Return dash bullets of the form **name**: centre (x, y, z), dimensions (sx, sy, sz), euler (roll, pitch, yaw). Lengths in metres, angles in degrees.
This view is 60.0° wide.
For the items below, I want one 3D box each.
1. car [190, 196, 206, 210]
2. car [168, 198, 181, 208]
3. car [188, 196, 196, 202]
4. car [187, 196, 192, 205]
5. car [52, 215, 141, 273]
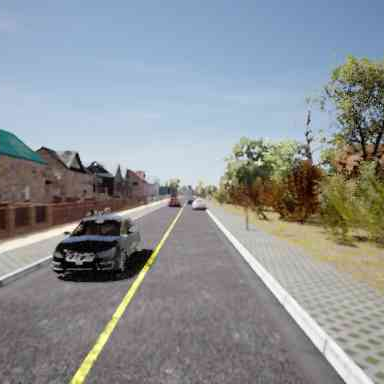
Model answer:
- **car**: centre (0.947, 1.697, 45.523), dimensions (1.812, 1.442, 4.674), euler (0, 0, 0)
- **car**: centre (-2.825, 1.677, 53.474), dimensions (1.882, 1.535, 5.008), euler (0, 0, 0)
- **car**: centre (-0.022, 1.693, 80.038), dimensions (1.895, 1.301, 4.718), euler (0, 0, 0)
- **car**: centre (-0.020, 1.794, 64.939), dimensions (2.033, 1.411, 5.357), euler (0, 0, 0)
- **car**: centre (-2.854, 1.550, 10.843), dimensions (1.837, 1.490, 4.892), euler (0, 0, 0)
